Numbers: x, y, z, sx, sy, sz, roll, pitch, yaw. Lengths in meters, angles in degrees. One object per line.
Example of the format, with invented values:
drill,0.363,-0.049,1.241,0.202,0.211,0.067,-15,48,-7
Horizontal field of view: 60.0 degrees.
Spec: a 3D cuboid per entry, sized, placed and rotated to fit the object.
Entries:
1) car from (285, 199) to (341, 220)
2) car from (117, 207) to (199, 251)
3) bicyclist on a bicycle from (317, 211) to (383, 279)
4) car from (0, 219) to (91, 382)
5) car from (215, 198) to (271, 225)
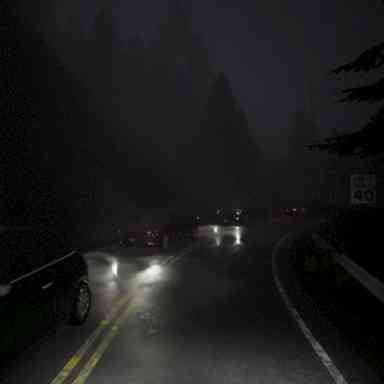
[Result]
car,8.939,1.197,24.289,5.357,1.411,2.033,-2,-2,-40
car,-1.255,1.439,14.233,1.882,1.535,5.008,-1,0,21
bicyclist on a bicycle,3.760,1.268,7.719,1.656,1.620,0.582,3,-1,2
car,-3.001,1.330,4.072,2.097,1.767,4.553,0,0,5
car,3.566,1.239,22.971,2.097,1.767,4.553,-3,-1,41
